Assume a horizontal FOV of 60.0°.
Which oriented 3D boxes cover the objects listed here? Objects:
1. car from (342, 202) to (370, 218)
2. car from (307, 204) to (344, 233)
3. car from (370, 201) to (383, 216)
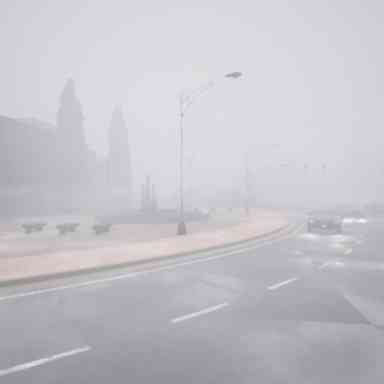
[{"bbox_3d":[15.148,1.779,32.085,1.994,1.385,4.181,0,0,9],"label":"car"},{"bbox_3d":[8.342,1.672,20.833,1.812,1.442,4.674,0,0,23],"label":"car"},{"bbox_3d":[19.257,1.711,34.783,2.128,1.511,4.902,0,-1,8],"label":"car"}]
